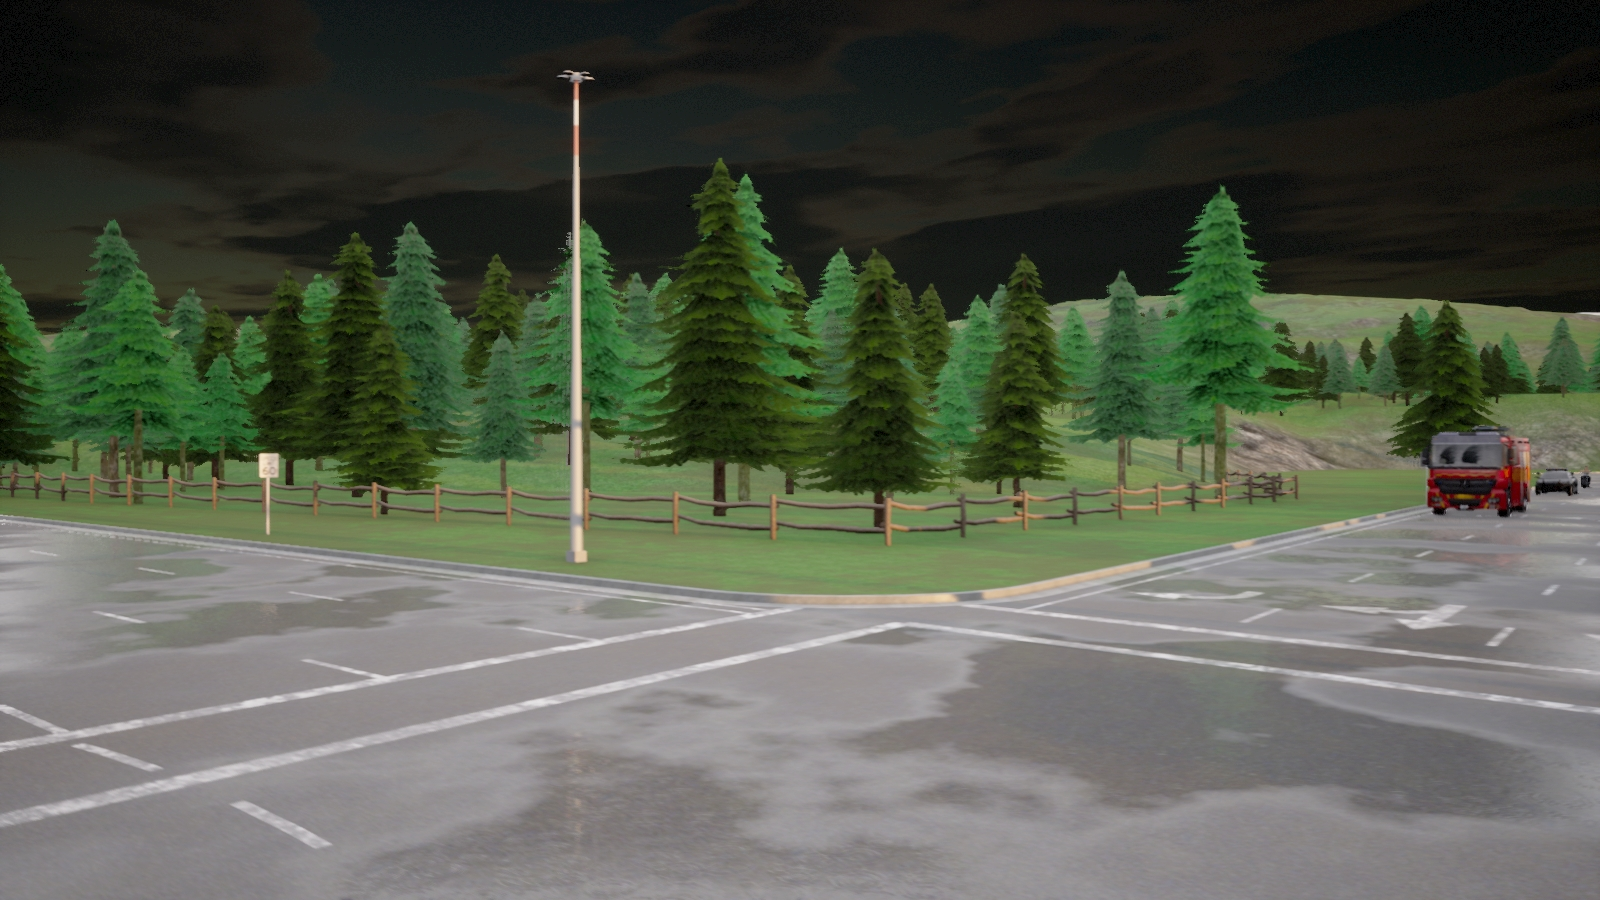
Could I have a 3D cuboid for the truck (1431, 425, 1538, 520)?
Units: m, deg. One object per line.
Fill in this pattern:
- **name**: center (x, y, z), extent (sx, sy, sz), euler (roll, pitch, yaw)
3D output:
- **truck**: center (30.034, 0.894, 49.951), extent (2.891, 3.827, 8.468), euler (0, 0, 39)
